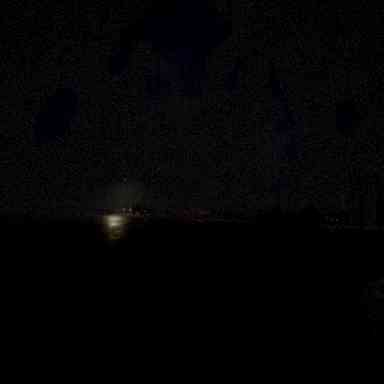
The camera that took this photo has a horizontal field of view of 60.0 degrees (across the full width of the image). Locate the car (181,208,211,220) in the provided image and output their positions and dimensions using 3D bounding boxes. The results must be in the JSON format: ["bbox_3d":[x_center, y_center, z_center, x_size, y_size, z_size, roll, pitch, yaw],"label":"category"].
[{"bbox_3d":[0.506,2.867,44.230,1.882,1.535,5.008,2,-3,-35],"label":"car"}]

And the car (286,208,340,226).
[{"bbox_3d":[10.732,2.246,29.863,1.837,1.490,4.892,2,-3,-35],"label":"car"}]

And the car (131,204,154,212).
[{"bbox_3d":[-8.569,2.858,57.154,2.150,2.045,5.566,2,-3,-35],"label":"car"}]
